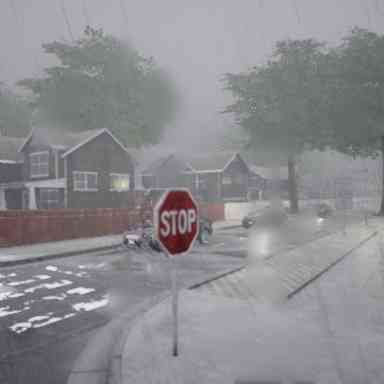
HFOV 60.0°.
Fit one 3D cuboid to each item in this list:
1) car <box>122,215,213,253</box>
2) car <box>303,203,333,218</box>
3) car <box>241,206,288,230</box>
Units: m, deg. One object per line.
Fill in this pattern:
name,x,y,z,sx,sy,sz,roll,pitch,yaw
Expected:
car,-0.924,1.686,14.817,2.128,1.511,4.902,-1,-1,36
car,13.137,1.892,34.491,2.033,1.411,5.357,-1,-1,36
car,5.177,1.762,23.365,1.837,1.490,4.892,-1,-1,36
